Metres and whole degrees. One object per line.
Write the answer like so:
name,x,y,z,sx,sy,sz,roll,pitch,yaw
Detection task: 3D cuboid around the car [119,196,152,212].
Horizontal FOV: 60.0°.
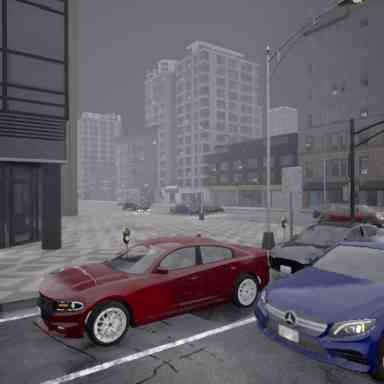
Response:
car,-8.401,1.803,49.193,2.150,2.045,5.566,0,0,-34

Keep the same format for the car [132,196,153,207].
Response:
car,-10.295,1.930,69.013,2.150,2.045,5.566,0,0,-35

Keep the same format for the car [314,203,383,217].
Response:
car,10.847,1.517,21.927,2.097,1.767,4.553,0,-1,-35

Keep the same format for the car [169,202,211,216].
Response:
car,-0.578,1.968,38.080,2.033,1.411,5.357,0,-1,-35

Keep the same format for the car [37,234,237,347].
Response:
car,-0.475,1.544,6.314,4.507,1.381,1.887,0,0,-35

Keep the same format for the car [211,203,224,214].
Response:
car,1.629,1.961,40.583,2.033,1.411,5.357,0,-1,-35

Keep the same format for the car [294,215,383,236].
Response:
car,4.121,1.564,9.591,4.313,1.339,1.947,0,0,-35

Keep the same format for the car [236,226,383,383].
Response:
car,3.126,1.524,5.509,4.674,1.442,1.812,0,0,-35

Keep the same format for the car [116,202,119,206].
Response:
car,-13.832,2.287,68.392,2.033,1.411,5.357,0,0,-35
